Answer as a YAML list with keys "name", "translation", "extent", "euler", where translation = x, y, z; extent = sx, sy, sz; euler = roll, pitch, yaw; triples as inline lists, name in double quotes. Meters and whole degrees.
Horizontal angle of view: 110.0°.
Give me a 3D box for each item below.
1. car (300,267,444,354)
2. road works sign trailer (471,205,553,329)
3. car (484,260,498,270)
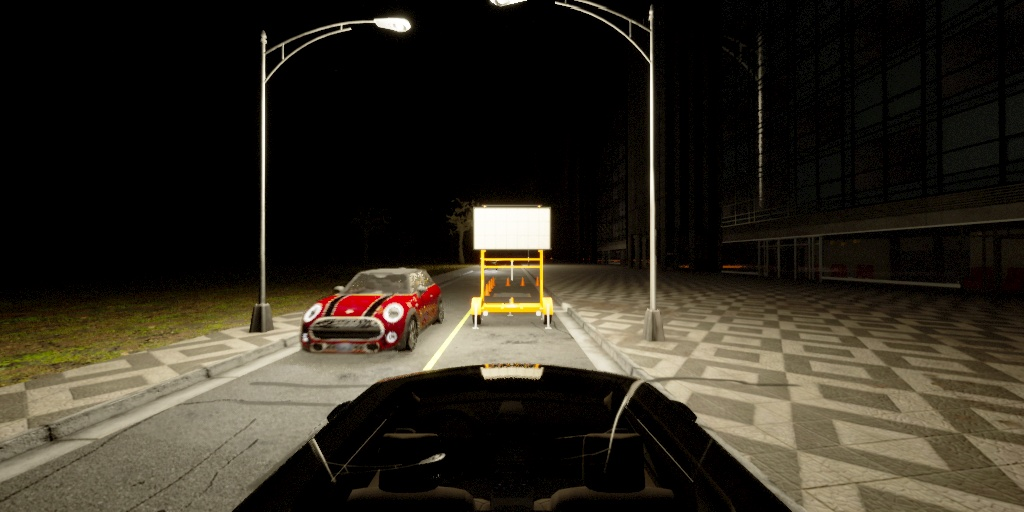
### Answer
- name: "car"
  translation: [-3.100, 1.103, 8.880]
  extent: [2.097, 1.767, 4.553]
  euler: [0, 0, 0]
- name: "road works sign trailer"
  translation: [0.002, 0.216, 11.220]
  extent: [2.380, 3.560, 2.880]
  euler: [0, 0, 0]
- name: "car"
  translation: [-2.986, 1.257, 51.566]
  extent: [2.128, 1.511, 4.902]
  euler: [0, 0, 0]
